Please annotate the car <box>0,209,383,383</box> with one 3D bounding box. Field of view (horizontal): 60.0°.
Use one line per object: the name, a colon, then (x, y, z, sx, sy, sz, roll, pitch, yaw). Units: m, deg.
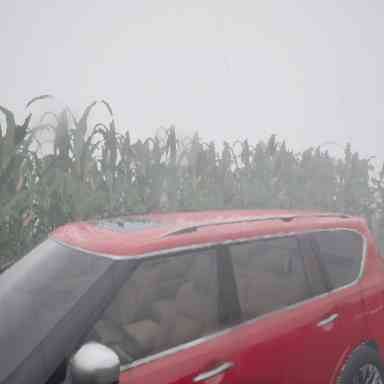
car: (-0.389, 1.222, 2.793, 5.566, 2.045, 2.150, 0, 0, -35)
